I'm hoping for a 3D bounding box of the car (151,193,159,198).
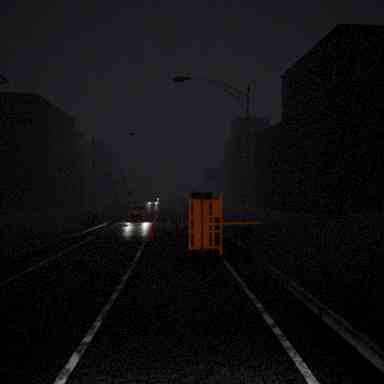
[{"bbox_3d":[-10.095,0.894,90.998,1.994,1.385,4.181,0,1,-5],"label":"car"}]

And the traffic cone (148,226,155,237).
[{"bbox_3d":[-2.241,2.183,18.404,0.340,0.580,0.340,-1,-2,-5],"label":"traffic cone"}]

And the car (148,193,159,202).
[{"bbox_3d":[-8.632,1.418,73.630,1.812,1.442,4.674,0,2,-5],"label":"car"}]

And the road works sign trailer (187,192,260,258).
[{"bbox_3d":[0.820,1.165,13.288,2.880,2.380,3.560,0,-1,-13],"label":"road works sign trailer"}]

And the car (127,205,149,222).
[{"bbox_3d":[-5.284,2.060,32.710,1.882,1.535,5.008,0,-1,-5],"label":"car"}]
